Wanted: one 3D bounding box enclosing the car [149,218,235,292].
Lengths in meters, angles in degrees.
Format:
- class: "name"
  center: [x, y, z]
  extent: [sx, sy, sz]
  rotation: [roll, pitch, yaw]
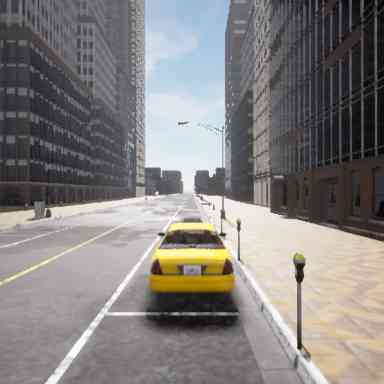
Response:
- class: "car"
  center: [0.004, 1.447, 8.839]
  extent: [1.801, 1.575, 5.366]
  rotation: [0, 0, 0]
